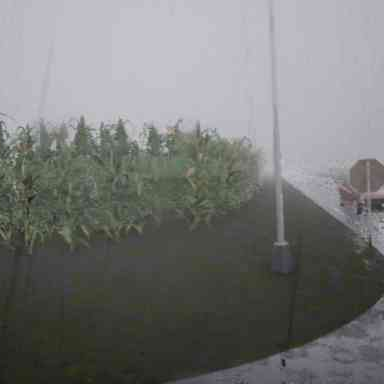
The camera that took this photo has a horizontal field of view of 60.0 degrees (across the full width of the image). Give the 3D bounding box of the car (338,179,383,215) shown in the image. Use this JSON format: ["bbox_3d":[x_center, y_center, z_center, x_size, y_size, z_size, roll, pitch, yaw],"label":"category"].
[{"bbox_3d":[8.260,0.063,15.695,1.882,1.535,5.008,-3,4,13],"label":"car"}]
